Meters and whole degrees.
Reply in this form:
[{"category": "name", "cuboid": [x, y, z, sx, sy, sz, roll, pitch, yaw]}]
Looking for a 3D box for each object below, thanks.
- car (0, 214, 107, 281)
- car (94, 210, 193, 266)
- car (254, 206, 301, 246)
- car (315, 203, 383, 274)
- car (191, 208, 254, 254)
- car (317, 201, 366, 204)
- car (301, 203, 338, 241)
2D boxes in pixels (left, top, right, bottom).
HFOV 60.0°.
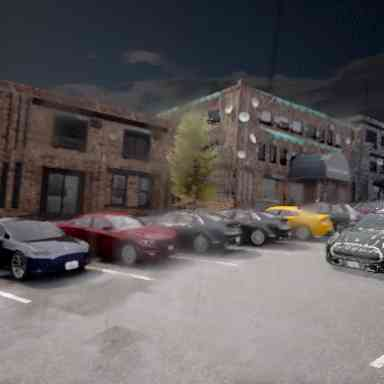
[{"category": "car", "cuboid": [-5.064, 1.504, 9.890, 4.792, 1.488, 2.163, -1, -1, 34]}, {"category": "car", "cuboid": [-2.719, 1.476, 11.642, 5.008, 1.535, 2.097, -1, -1, 34]}, {"category": "car", "cuboid": [2.039, 1.481, 15.076, 4.892, 1.521, 2.231, -1, -1, 34]}, {"category": "car", "cuboid": [6.157, 1.359, 10.263, 4.553, 1.767, 2.097, 0, 0, -36]}, {"category": "car", "cuboid": [-0.337, 1.479, 13.357, 4.892, 1.521, 2.231, -1, -1, 34]}, {"category": "car", "cuboid": [6.814, 1.361, 18.506, 4.553, 1.767, 2.185, -1, -1, 34]}, {"category": "car", "cuboid": [4.417, 1.482, 16.801, 5.008, 1.535, 2.097, -1, -1, 34]}]
